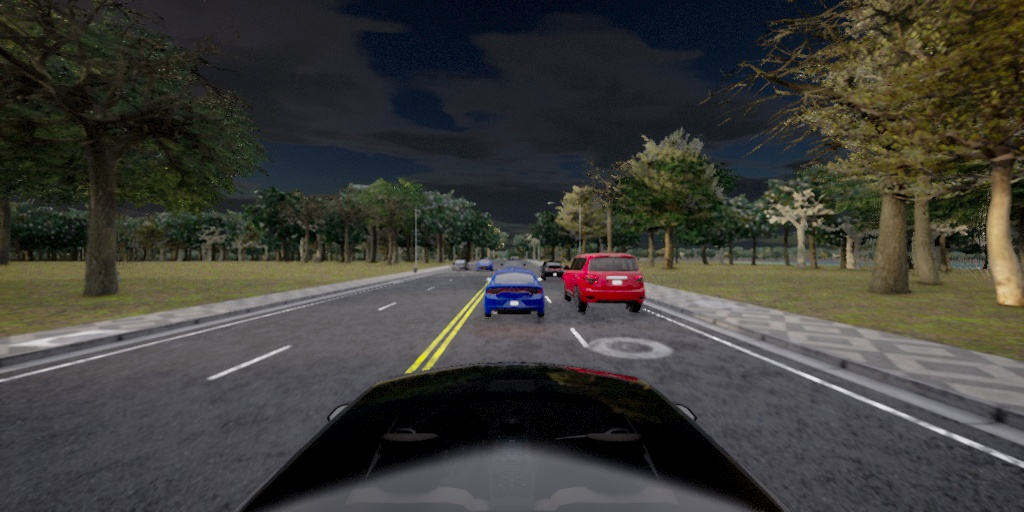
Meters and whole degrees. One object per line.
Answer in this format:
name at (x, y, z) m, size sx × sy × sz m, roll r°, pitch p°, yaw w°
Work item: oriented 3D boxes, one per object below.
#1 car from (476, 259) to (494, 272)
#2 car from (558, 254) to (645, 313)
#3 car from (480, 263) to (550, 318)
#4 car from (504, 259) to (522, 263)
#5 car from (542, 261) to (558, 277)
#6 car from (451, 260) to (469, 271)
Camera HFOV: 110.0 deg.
car at (-3.318, 1.138, 44.679) m, size 1.882 × 1.535 × 5.008 m, roll 0°, pitch 0°, yaw 0°
car at (3.342, 0.937, 14.038) m, size 2.150 × 2.045 × 5.566 m, roll 0°, pitch 0°, yaw 0°
car at (0.084, 1.198, 12.844) m, size 1.882 × 1.535 × 5.008 m, roll 0°, pitch 0°, yaw 0°
car at (0.099, 1.037, 29.956) m, size 2.097 × 1.767 × 4.553 m, roll 0°, pitch 0°, yaw 0°
car at (3.351, 1.190, 30.381) m, size 1.837 × 1.490 × 4.892 m, roll 0°, pitch 0°, yaw 0°
car at (-6.565, 1.184, 45.911) m, size 1.812 × 1.442 × 4.674 m, roll 0°, pitch 0°, yaw 0°
